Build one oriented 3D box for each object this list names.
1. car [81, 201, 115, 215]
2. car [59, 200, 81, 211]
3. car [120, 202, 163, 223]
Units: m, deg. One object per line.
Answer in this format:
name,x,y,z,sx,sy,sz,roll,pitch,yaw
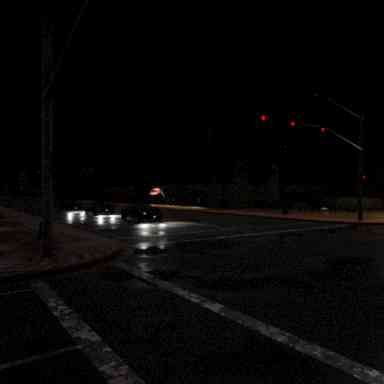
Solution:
car,-9.308,1.563,33.456,1.994,1.385,4.181,0,0,-35
car,-15.144,1.600,41.667,1.895,1.301,4.718,0,0,-35
car,-4.080,1.525,26.138,1.812,1.442,4.674,0,0,-36
